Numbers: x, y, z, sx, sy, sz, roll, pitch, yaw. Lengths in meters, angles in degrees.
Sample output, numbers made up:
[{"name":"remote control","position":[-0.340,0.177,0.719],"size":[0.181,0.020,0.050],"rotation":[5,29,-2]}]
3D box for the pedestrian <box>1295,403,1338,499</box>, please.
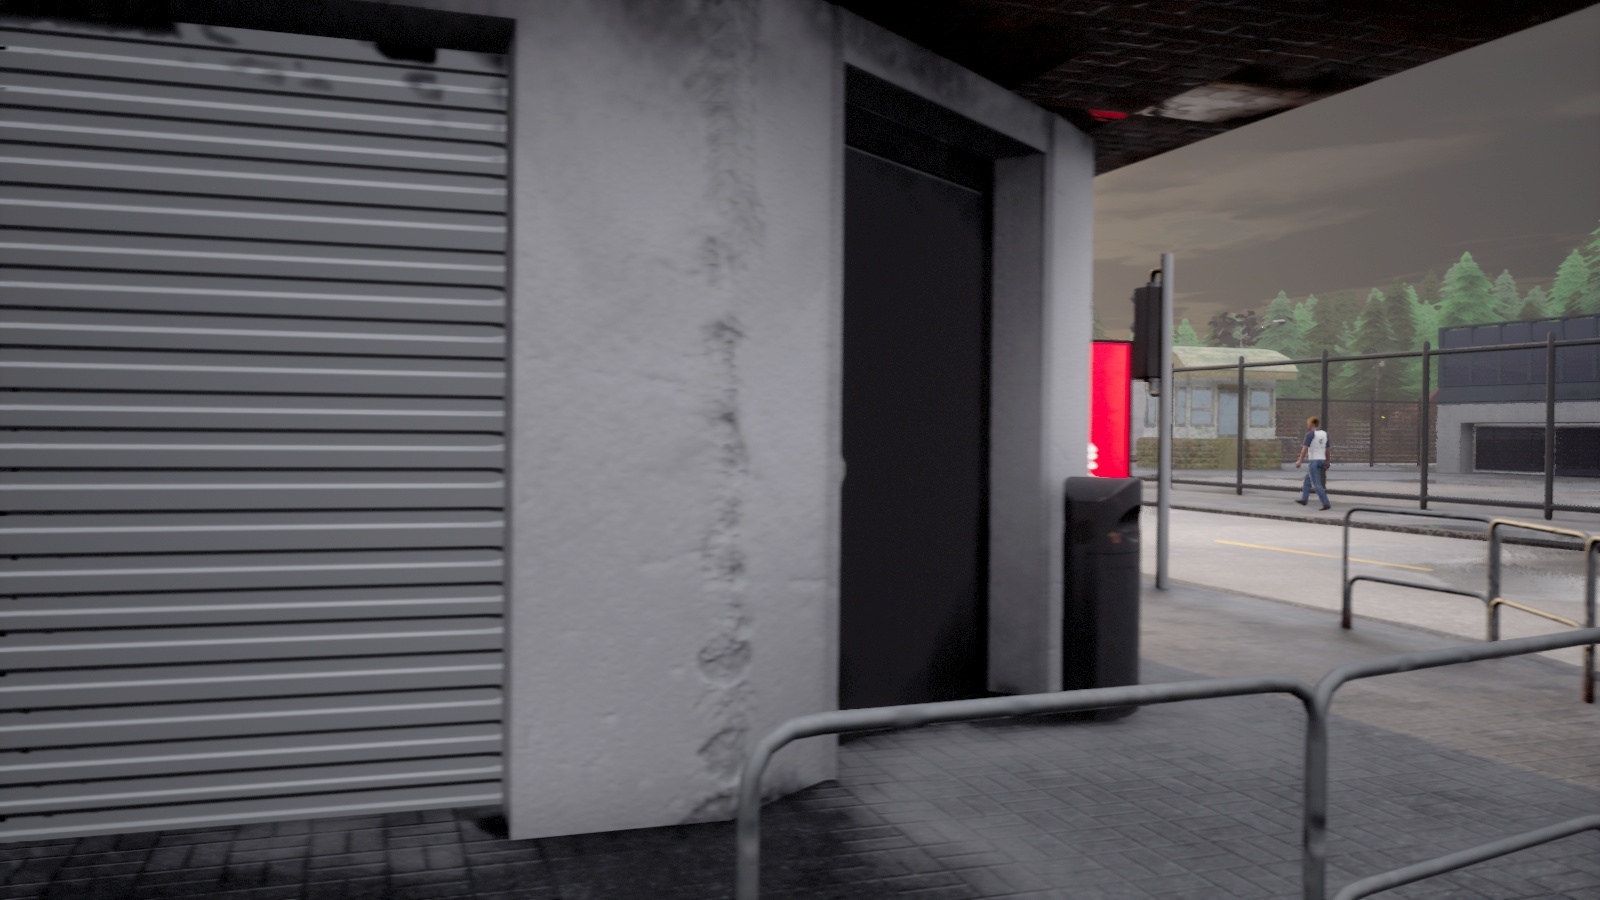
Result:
[{"name":"pedestrian","position":[9.968,0.012,24.236],"size":[0.354,1.836,0.706],"rotation":[-1,1,-28]}]
